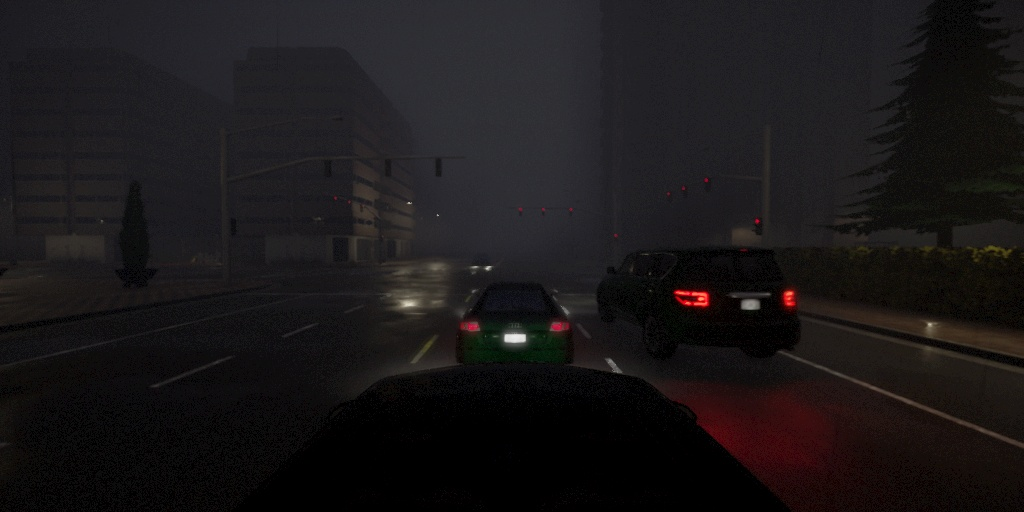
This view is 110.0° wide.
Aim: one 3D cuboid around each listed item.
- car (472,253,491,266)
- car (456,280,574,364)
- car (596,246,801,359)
[{"bbox_3d":[-3.505,0.363,42.041,1.882,1.535,5.008,0,2,0],"label":"car"},{"bbox_3d":[0.058,1.183,7.505,1.994,1.385,4.181,0,1,0],"label":"car"},{"bbox_3d":[3.589,0.818,8.187,2.150,2.045,5.566,0,0,-2],"label":"car"}]
